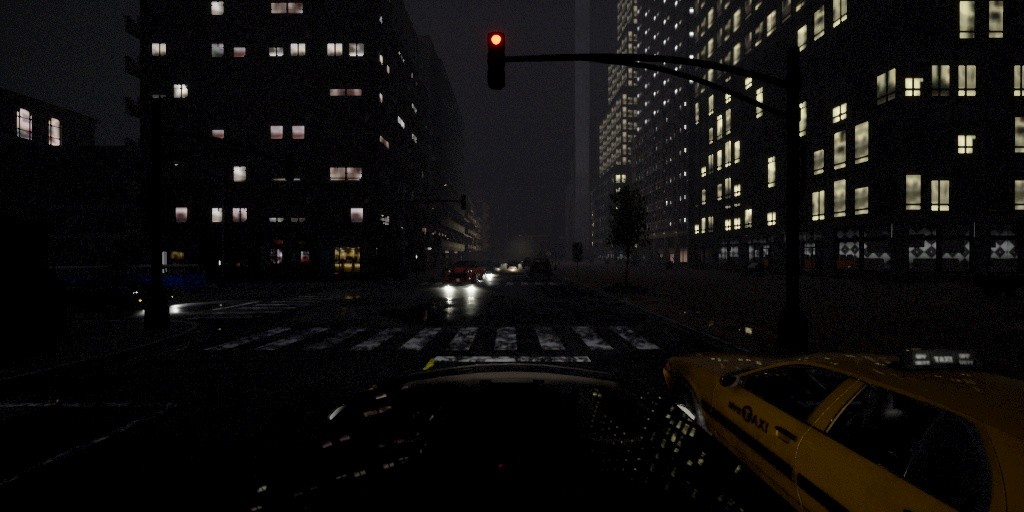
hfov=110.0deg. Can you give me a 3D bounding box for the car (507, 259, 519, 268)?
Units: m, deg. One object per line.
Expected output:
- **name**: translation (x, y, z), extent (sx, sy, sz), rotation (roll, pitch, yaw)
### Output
- **car**: translation (0.098, 1.281, 60.713), extent (2.128, 1.511, 4.902), rotation (0, 0, 0)

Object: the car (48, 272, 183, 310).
- **car**: translation (-17.602, 1.583, 15.765), extent (4.181, 1.385, 1.994), rotation (-1, 0, -1)

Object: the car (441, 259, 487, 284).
- **car**: translation (-3.518, 1.107, 27.110), extent (2.097, 1.767, 4.553), rotation (0, 0, 6)

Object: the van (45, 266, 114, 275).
- **van**: translation (-26.305, 1.481, 21.479), extent (3.998, 1.789, 1.690), rotation (0, 0, -1)

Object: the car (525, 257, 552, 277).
- **car**: translation (2.689, 1.074, 34.770), extent (2.192, 1.841, 5.009), rotation (0, 0, 0)

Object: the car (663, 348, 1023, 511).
- **car**: translation (2.689, 1.275, 2.527), extent (1.751, 1.417, 4.829), rotation (0, 0, 0)

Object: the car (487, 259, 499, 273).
- **car**: translation (-3.100, 1.258, 43.452), extent (2.128, 1.511, 4.902), rotation (0, 0, 0)

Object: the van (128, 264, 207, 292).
- **van**: translation (-20.767, 1.390, 21.530), extent (3.998, 1.789, 1.690), rotation (0, 0, -1)

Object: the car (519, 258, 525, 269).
- **car**: translation (2.689, 1.098, 56.875), extent (2.192, 1.841, 5.009), rotation (0, 0, 0)
